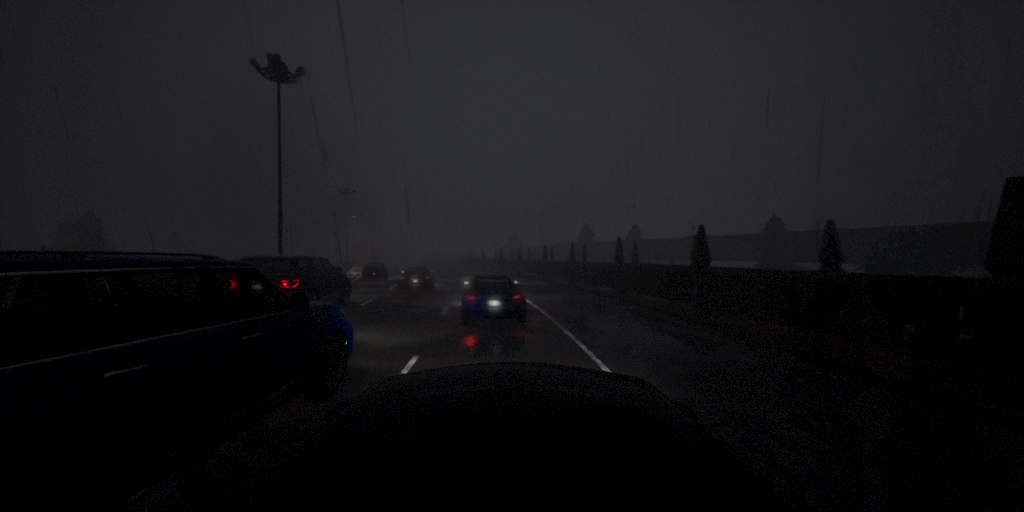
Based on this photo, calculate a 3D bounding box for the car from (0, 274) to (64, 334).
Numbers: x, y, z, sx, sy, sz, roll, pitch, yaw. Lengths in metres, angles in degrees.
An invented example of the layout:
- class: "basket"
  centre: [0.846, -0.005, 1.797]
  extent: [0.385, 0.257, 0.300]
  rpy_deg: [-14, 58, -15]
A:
- class: "car"
  centre: [-14.543, 1.308, 8.425]
  extent: [2.128, 1.511, 4.902]
  rpy_deg: [0, 0, -5]

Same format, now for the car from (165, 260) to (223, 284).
- class: "car"
  centre: [-26.314, 1.276, 29.880]
  extent: [2.097, 1.767, 4.553]
  rpy_deg: [0, 0, -20]

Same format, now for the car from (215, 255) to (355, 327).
- class: "car"
  centre: [-7.775, 1.008, 13.151]
  extent: [2.150, 2.045, 5.566]
  rpy_deg: [0, 0, -7]

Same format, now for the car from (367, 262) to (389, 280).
- class: "car"
  centre: [-11.830, 1.293, 31.248]
  extent: [1.882, 1.535, 5.008]
  rpy_deg: [0, 0, -17]

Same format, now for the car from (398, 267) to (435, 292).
- class: "car"
  centre: [-5.690, 1.340, 21.599]
  extent: [1.994, 1.385, 4.181]
  rpy_deg: [0, 0, -11]

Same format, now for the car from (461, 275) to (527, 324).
- class: "car"
  centre: [-0.671, 1.314, 12.134]
  extent: [1.994, 1.385, 4.181]
  rpy_deg: [0, 0, -5]

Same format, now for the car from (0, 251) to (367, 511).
- class: "car"
  centre: [-3.546, 0.986, 3.337]
  extent: [2.150, 2.045, 5.566]
  rpy_deg: [0, 0, -1]

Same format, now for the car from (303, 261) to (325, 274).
- class: "car"
  centre: [-24.767, 1.392, 44.951]
  extent: [1.882, 1.535, 5.008]
  rpy_deg: [0, 0, -22]
